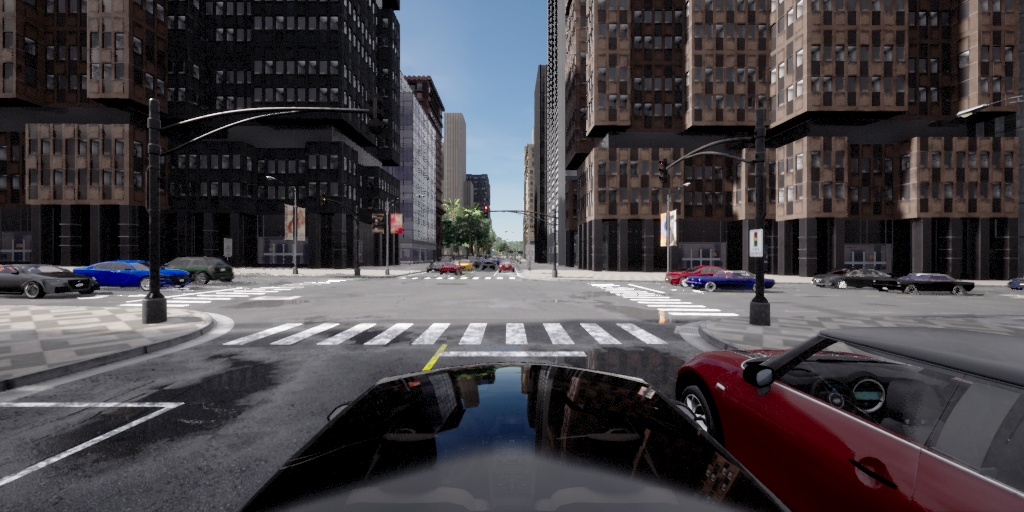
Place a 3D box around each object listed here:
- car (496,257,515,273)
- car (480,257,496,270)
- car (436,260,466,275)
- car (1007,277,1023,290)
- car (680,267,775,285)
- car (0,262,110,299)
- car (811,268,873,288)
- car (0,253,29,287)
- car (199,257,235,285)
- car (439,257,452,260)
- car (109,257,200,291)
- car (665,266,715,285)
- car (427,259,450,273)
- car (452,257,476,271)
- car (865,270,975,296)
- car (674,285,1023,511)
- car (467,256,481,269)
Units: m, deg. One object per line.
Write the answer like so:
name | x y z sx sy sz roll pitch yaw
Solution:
car | -0.629 1.193 43.768 1.967 1.591 4.097 0 0 0
car | -3.367 1.280 53.788 1.837 1.490 4.892 0 0 0
car | -6.482 1.344 38.539 1.895 1.301 4.718 0 0 1
car | 38.817 1.893 25.867 4.181 1.385 1.994 1 0 0
car | 13.514 1.567 22.476 4.718 1.301 1.895 1 0 0
car | -20.775 1.052 15.558 4.181 1.385 1.994 1 0 0
car | 24.399 1.625 25.792 4.892 1.490 1.837 1 0 0
car | -28.950 0.721 18.755 4.553 1.767 2.097 1 0 0
car | -20.061 0.841 22.262 4.553 1.767 2.097 1 0 0
car | -9.192 1.080 49.136 2.192 1.841 5.009 0 0 0
car | -19.838 0.975 18.813 5.008 1.535 1.882 1 0 0
car | 13.631 1.441 25.733 5.008 1.535 1.882 1 0 0
car | -9.154 1.319 43.711 1.948 1.339 4.313 0 0 0
car | -6.522 1.242 48.933 1.882 1.535 5.008 0 0 0
car | 25.668 1.743 22.553 4.718 1.301 1.895 1 0 0
car | 2.763 1.190 2.378 1.967 1.591 4.097 0 0 0
car | -6.588 1.009 59.271 2.150 2.045 5.566 0 0 0
